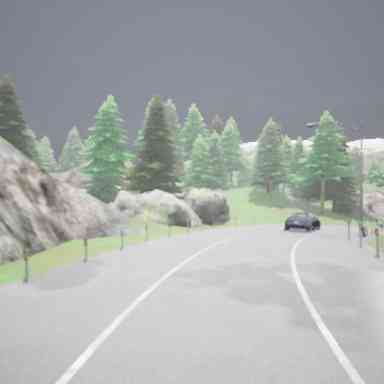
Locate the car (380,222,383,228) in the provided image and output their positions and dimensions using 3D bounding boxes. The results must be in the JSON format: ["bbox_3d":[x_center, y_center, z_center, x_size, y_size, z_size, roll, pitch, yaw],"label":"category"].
[{"bbox_3d":[25.895,4.087,41.883,4.718,1.301,1.895,6,-3,-30],"label":"car"}]

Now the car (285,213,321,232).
[{"bbox_3d":[8.850,2.345,26.363,1.994,1.385,4.181,0,-3,34],"label":"car"}]
